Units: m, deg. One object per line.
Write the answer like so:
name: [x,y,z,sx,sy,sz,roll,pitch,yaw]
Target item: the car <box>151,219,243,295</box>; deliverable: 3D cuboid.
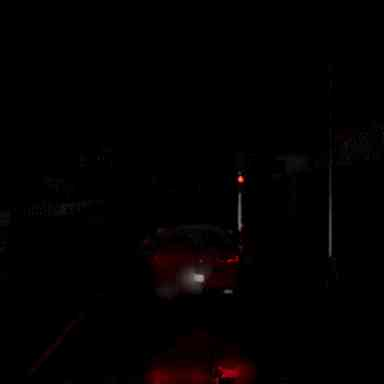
car: [0.098,1.425,8.616,1.882,1.535,5.008,0,0,0]
